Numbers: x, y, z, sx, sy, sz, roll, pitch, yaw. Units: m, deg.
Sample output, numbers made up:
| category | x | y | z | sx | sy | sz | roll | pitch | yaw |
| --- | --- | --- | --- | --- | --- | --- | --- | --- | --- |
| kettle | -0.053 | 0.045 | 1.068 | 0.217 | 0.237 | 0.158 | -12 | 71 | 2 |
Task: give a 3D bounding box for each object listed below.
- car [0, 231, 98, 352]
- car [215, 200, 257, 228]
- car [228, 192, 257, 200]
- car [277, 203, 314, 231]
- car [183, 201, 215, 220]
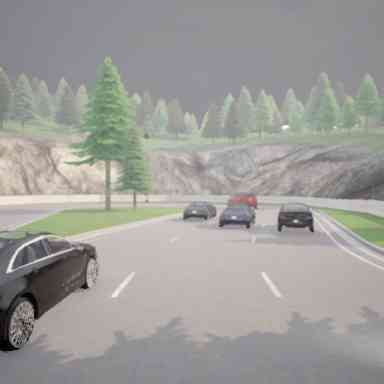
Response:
| category | x | y | z | sx | sy | sz | roll | pitch | yaw |
| --- | --- | --- | --- | --- | --- | --- | --- | --- | --- |
| car | -3.240 | 1.458 | 6.122 | 2.128 | 1.511 | 4.902 | 0 | 0 | 2 |
| car | 2.997 | 1.449 | 21.485 | 1.994 | 1.385 | 4.181 | 0 | 0 | 15 |
| car | 5.982 | 1.011 | 39.991 | 2.150 | 2.045 | 5.566 | 1 | 0 | -12 |
| car | 6.088 | 1.373 | 19.742 | 1.882 | 1.535 | 5.008 | 0 | 0 | 16 |
| car | 0.728 | 1.423 | 26.327 | 1.994 | 1.385 | 4.181 | 0 | 0 | 16 |
